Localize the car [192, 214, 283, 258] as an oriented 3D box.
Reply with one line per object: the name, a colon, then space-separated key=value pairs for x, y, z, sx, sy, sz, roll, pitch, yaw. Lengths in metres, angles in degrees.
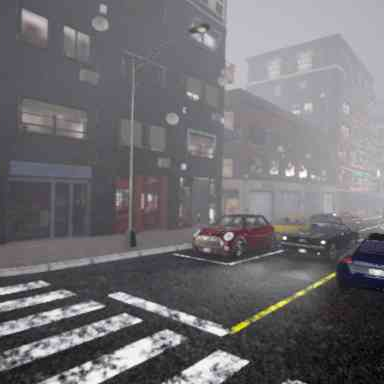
car: x=1.800 y=1.631 z=13.601 sx=1.967 sy=1.590 sz=4.097 roll=0 pitch=-2 yaw=39

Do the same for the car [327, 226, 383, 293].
car: x=5.436 y=1.838 z=9.036 sx=1.994 sy=1.385 sz=4.181 roll=2 pitch=-1 yaw=39

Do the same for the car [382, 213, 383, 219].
car: x=26.189 y=2.905 z=43.581 sx=1.802 sy=1.307 sz=4.206 roll=0 pitch=-2 yaw=39

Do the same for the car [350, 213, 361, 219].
car: x=12.145 y=2.196 z=26.317 sx=1.752 sy=1.417 sz=4.829 roll=0 pitch=-2 yaw=39

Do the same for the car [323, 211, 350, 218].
car: x=8.766 y=2.080 z=22.165 sx=1.947 sy=1.339 sz=4.313 roll=0 pitch=-2 yaw=39

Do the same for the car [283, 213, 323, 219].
car: x=5.175 y=1.873 z=17.750 sx=1.752 sy=1.417 sz=4.829 roll=0 pitch=-2 yaw=39

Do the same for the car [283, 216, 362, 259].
car: x=5.475 y=1.923 z=13.995 sx=1.895 sy=1.301 sz=4.718 roll=2 pitch=-1 yaw=39
